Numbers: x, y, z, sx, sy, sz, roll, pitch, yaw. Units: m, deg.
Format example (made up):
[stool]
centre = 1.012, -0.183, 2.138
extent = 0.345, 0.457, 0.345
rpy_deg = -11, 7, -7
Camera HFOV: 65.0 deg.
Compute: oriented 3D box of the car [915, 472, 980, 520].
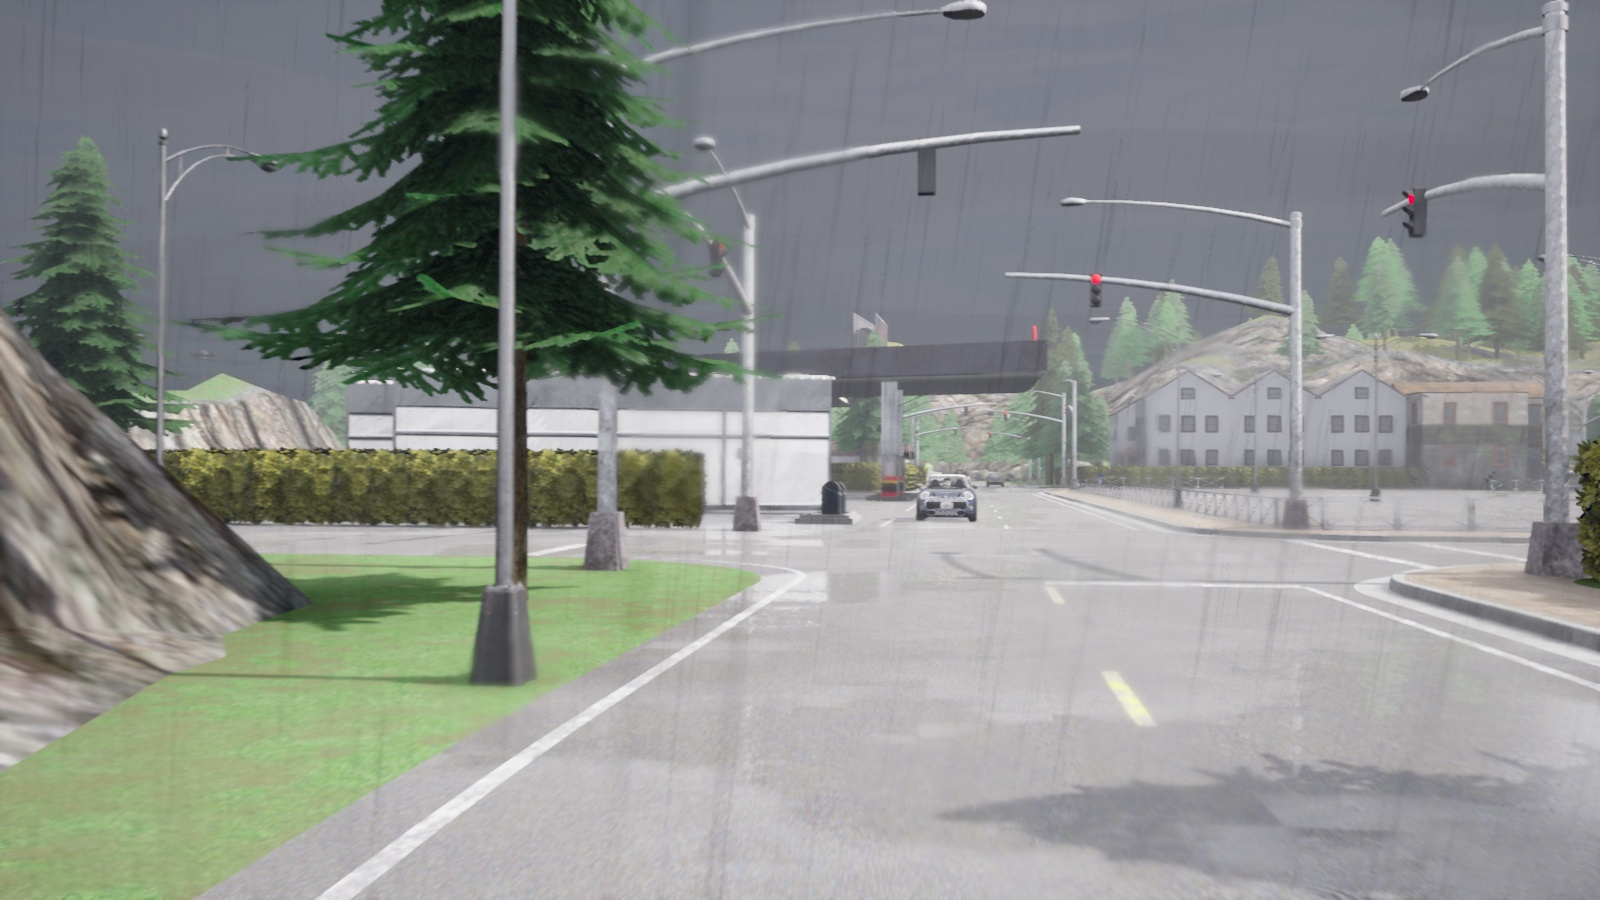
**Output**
[car]
centre = 4.784, 1.444, 40.475
extent = 1.970, 1.475, 3.806
rpy_deg = 0, -1, 8
